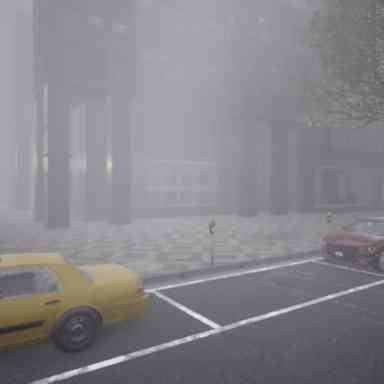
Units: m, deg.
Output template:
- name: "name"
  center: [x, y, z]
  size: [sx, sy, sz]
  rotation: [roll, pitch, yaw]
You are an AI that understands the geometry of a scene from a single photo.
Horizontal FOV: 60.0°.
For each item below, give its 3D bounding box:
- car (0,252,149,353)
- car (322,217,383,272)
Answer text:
- name: "car"
  center: [-2.998, 1.496, 4.565]
  size: [4.829, 1.417, 1.752]
  rotation: [0, 1, -34]
- name: "car"
  center: [5.964, 1.469, 10.502]
  size: [4.507, 1.381, 1.887]
  rotation: [0, 1, -34]
